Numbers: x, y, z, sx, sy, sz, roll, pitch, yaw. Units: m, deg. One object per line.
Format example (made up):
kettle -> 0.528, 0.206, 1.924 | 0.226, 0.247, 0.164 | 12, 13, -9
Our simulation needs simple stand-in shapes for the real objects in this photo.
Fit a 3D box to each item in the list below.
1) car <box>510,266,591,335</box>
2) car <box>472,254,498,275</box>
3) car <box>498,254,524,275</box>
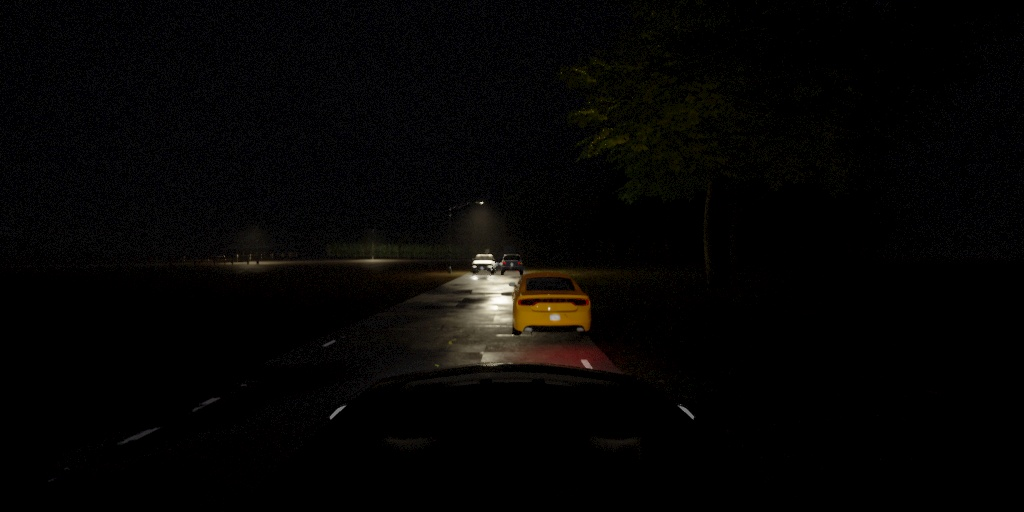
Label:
car -> 0.948, 1.208, 10.408 | 1.882, 1.535, 5.008 | 0, 0, 0
car -> -2.907, 0.856, 37.660 | 2.150, 2.045, 5.566 | 0, 0, 0
car -> 0.009, 0.860, 36.946 | 2.150, 2.045, 5.566 | 0, 0, 0
